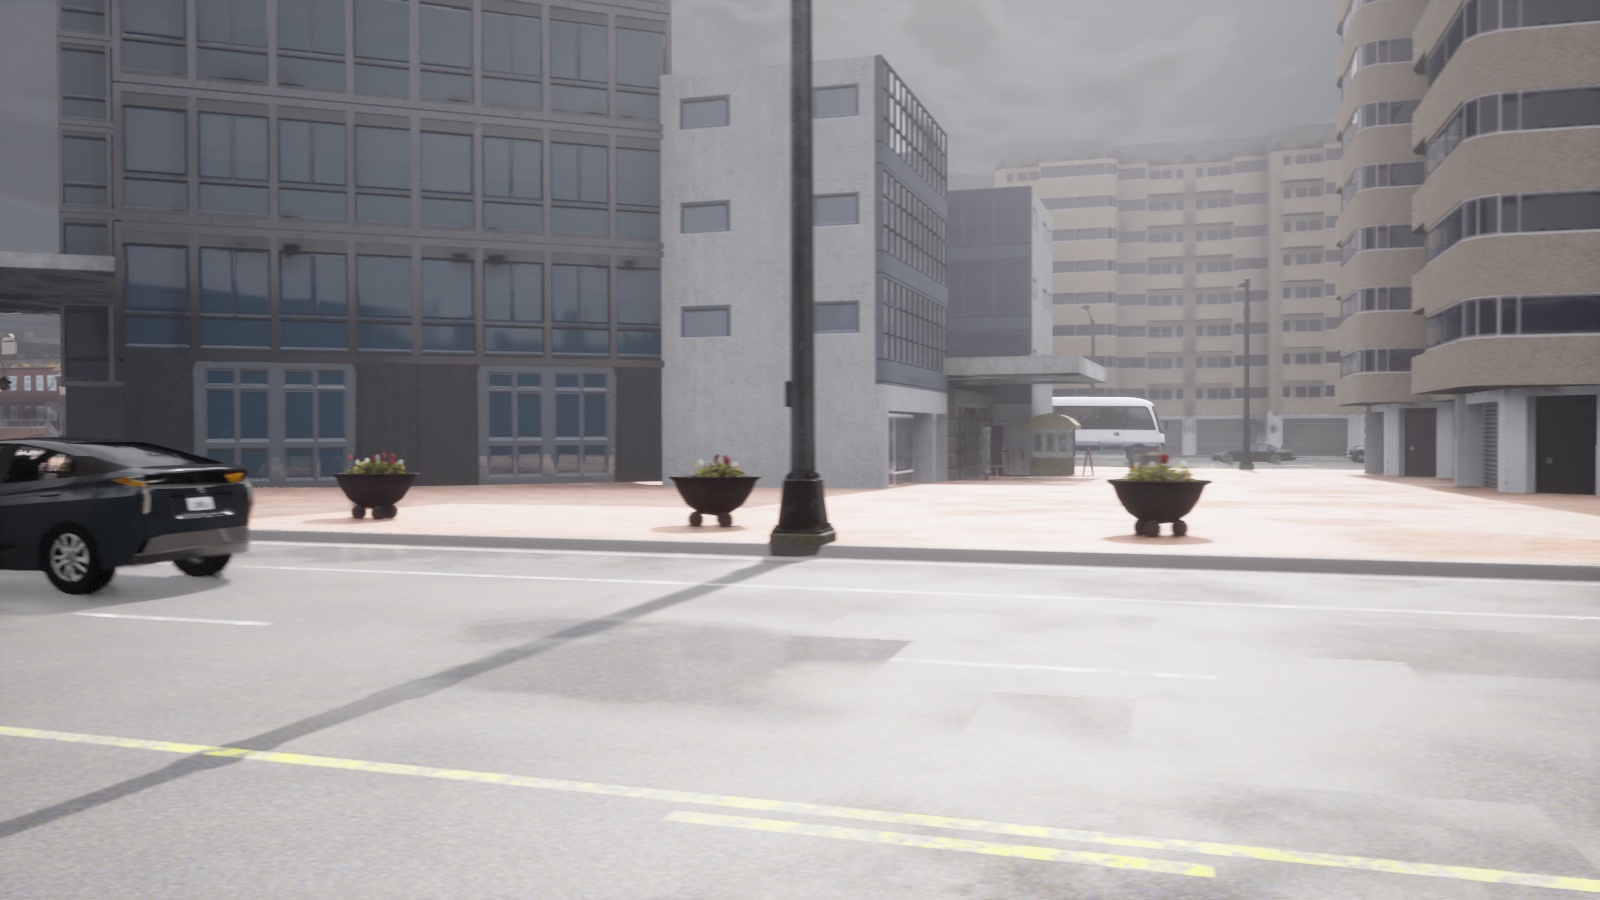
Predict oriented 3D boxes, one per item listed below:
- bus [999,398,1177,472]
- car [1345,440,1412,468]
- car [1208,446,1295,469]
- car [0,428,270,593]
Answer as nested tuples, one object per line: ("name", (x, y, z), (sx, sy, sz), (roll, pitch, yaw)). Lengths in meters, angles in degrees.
("bus", (17.676, -0.976, 76.928), (10.273, 4.253, 3.944), (1, 1, 17))
("car", (39.129, 0.264, 85.018), (3.866, 1.878, 1.905), (0, 1, 17))
("car", (30.201, 0.491, 84.096), (5.357, 1.411, 2.033), (1, 1, 17))
("car", (-8.186, 0.529, 13.331), (4.514, 1.525, 2.007), (1, 1, 19))
